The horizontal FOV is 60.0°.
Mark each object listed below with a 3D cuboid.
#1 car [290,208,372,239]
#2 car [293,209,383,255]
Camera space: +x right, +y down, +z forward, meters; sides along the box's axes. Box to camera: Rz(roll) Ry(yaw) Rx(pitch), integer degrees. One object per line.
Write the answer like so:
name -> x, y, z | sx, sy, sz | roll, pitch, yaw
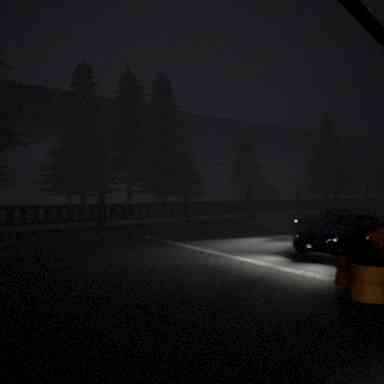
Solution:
car -> 7.588, 1.594, 18.000 | 4.718, 1.301, 1.895 | 0, 0, -35
car -> 5.786, 1.521, 12.420 | 4.674, 1.442, 1.812 | 0, 0, -35
